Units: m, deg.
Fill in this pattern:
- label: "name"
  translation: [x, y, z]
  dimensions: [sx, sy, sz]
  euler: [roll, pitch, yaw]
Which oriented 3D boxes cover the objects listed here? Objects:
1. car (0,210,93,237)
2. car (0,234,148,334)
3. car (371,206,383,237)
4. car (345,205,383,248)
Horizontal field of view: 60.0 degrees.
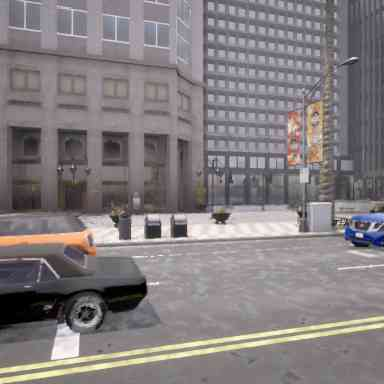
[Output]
- label: "car"
  translation: [-4.861, 1.351, 8.886]
  dimensions: [4.553, 1.767, 2.097]
  euler: [0, 0, -17]
- label: "car"
  translation: [-3.234, 1.601, 5.708]
  dimensions: [4.718, 1.301, 1.895]
  euler: [0, 0, -17]
- label: "car"
  translation: [12.043, 1.513, 17.217]
  dimensions: [4.786, 1.482, 2.161]
  euler: [0, 0, -17]
- label: "car"
  translation: [8.766, 1.220, 13.005]
  dimensions: [5.566, 2.045, 2.150]
  euler: [0, 0, -17]
